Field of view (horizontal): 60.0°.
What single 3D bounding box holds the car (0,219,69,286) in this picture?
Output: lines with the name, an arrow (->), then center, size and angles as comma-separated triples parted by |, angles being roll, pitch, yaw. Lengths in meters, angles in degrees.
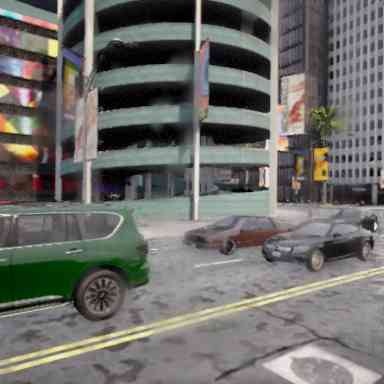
car -> -6.092, 1.547, 8.247 | 5.357, 1.411, 2.033 | 1, -1, -35

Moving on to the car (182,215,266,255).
car -> 2.240, 1.685, 14.162 | 5.357, 1.411, 2.033 | 1, -1, -35

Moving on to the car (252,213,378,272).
car -> 4.479, 1.665, 11.472 | 4.674, 1.442, 1.812 | 1, -1, -35

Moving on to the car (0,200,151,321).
car -> -3.429, 1.231, 5.855 | 5.566, 2.045, 2.150 | 1, -1, -35

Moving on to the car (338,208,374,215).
car -> 10.062, 1.780, 20.793 | 1.837, 1.490, 4.892 | 0, -1, 44

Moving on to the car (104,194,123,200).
car -> -15.395, 1.386, 65.049 | 2.435, 2.045, 5.566 | 1, -1, -36
